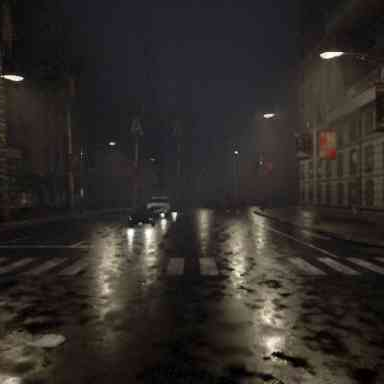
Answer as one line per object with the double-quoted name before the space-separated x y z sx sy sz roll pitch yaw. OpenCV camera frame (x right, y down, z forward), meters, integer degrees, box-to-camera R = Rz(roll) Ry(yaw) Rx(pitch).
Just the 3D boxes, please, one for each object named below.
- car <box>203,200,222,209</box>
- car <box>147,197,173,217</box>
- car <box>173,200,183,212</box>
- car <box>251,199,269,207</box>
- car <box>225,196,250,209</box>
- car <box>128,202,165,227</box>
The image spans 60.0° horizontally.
"car" 3.276 1.991 52.873 1.812 1.442 4.674 0 -1 22
"car" -3.501 1.533 35.366 2.150 2.045 5.566 0 -1 0
"car" -2.570 1.878 45.512 1.882 1.535 5.008 0 -1 10
"car" 12.572 2.021 61.778 1.882 1.535 5.008 0 -1 41
"car" 7.179 1.819 53.079 2.097 1.767 4.553 0 -1 25
"car" -3.501 1.770 25.225 2.033 1.411 5.357 0 -1 0
